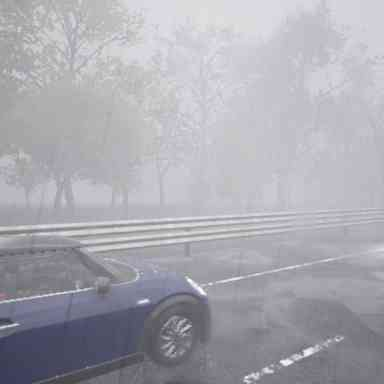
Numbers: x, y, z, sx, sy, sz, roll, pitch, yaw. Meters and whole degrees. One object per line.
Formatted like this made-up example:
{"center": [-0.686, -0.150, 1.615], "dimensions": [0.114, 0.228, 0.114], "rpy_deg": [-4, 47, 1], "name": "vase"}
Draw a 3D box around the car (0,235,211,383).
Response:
{"center": [-1.930, 1.351, 4.284], "dimensions": [4.553, 1.767, 2.097], "rpy_deg": [0, 0, -36], "name": "car"}
